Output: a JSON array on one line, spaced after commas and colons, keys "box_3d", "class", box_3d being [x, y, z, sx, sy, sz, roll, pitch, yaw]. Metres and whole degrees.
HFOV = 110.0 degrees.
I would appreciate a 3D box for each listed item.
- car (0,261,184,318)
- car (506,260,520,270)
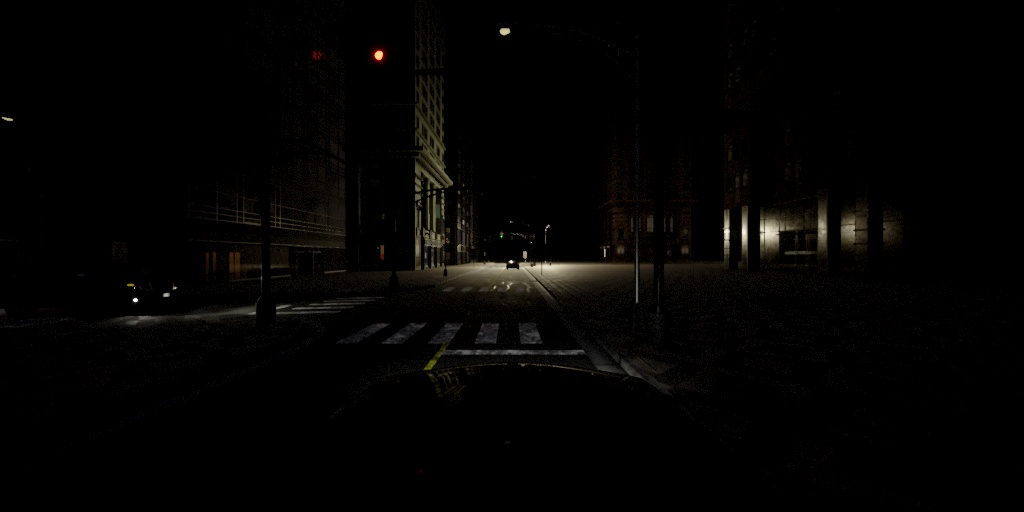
[{"box_3d": [-16.103, 1.192, 13.817, 5.566, 2.045, 2.150, -1, 0, 0], "class": "car"}, {"box_3d": [0.117, 1.325, 53.436, 1.994, 1.385, 4.181, 0, 0, 0], "class": "car"}]
